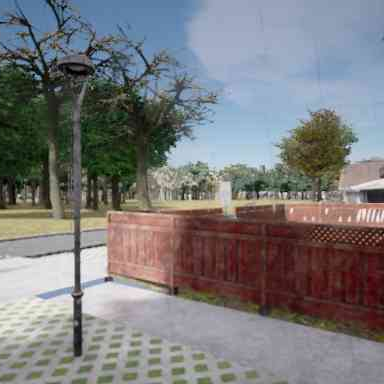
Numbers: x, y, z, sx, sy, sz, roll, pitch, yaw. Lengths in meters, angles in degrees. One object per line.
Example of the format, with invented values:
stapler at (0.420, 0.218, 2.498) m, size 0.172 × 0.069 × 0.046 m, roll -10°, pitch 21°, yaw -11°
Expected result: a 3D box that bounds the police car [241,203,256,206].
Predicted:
police car at (6.812, 2.142, 40.475) m, size 2.038 × 1.542 × 4.974 m, roll -3°, pitch -2°, yaw 34°
